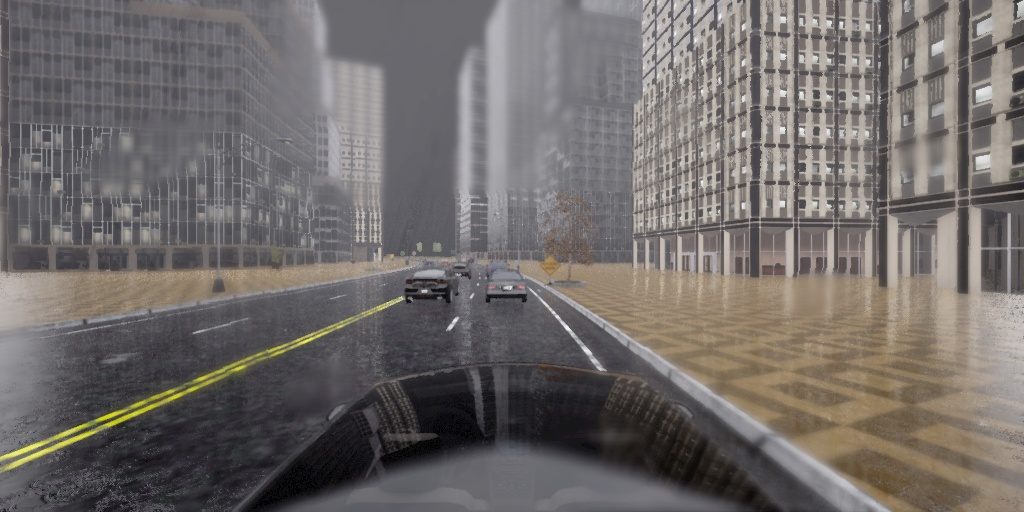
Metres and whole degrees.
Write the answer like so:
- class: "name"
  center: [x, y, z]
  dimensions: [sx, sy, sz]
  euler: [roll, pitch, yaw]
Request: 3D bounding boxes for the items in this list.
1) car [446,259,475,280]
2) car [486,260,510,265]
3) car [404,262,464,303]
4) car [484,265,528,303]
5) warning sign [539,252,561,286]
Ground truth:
- class: "car"
  center: [-4.480, 1.263, 31.665]
  dimensions: [1.837, 1.490, 4.892]
  euler: [0, 0, -5]
- class: "car"
  center: [-1.238, 1.113, 31.899]
  dimensions: [2.097, 1.767, 4.553]
  euler: [0, 0, -5]
- class: "car"
  center: [-3.559, 1.234, 16.628]
  dimensions: [1.882, 1.535, 5.008]
  euler: [0, 0, -2]
- class: "car"
  center: [-0.312, 1.312, 16.760]
  dimensions: [2.033, 1.411, 5.357]
  euler: [0, 0, -2]
- class: "warning sign"
  center: [2.307, 0.863, 21.723]
  dimensions: [1.300, 1.860, 1.060]
  euler: [0, 0, -3]
